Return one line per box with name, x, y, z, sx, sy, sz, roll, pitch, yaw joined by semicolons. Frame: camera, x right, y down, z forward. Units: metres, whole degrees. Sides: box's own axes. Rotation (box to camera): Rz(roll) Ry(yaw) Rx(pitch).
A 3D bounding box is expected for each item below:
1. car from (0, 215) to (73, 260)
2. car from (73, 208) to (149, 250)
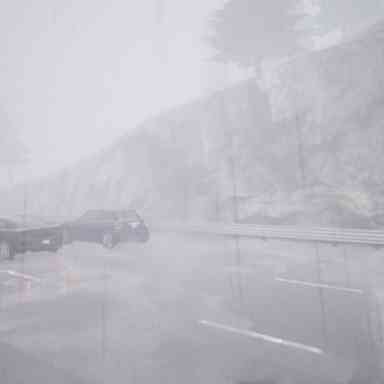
car;-7.239;1.666;13.417;5.008;1.535;1.882;-1;0;36
car;-4.197;1.522;15.532;4.553;1.767;2.097;-1;-1;36
